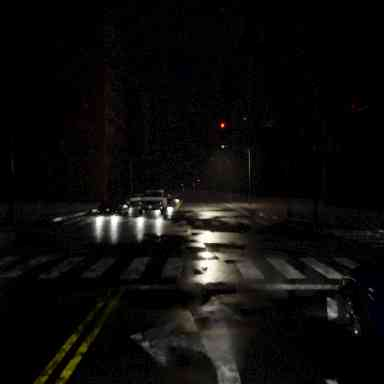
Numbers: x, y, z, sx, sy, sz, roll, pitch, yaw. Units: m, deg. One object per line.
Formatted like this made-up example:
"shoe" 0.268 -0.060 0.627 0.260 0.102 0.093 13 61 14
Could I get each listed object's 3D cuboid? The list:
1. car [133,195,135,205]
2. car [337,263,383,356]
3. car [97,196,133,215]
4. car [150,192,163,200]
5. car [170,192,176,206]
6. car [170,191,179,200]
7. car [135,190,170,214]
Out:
"car" -6.750 1.015 41.746 1.812 1.442 4.674 0 1 0
"car" 3.337 1.308 3.407 2.097 1.767 4.553 0 1 0
"car" -6.699 1.213 28.486 1.994 1.385 4.181 0 1 1
"car" -6.754 0.806 62.809 1.994 1.385 4.181 0 1 0
"car" -3.504 1.077 42.867 1.895 1.301 4.718 0 1 0
"car" -3.505 0.588 63.121 2.097 1.767 4.553 0 1 0
"car" -3.463 0.851 30.187 2.150 2.045 5.566 0 1 0
